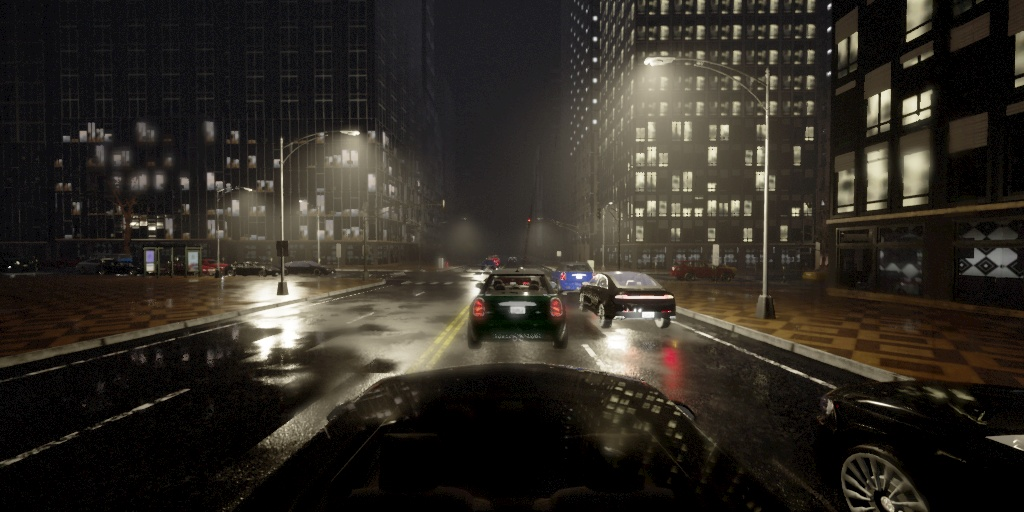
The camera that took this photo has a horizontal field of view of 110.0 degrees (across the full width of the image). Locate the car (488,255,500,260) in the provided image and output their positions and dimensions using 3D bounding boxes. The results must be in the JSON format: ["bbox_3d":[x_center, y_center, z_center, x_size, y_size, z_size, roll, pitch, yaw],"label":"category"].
[{"bbox_3d":[-3.243,0.925,61.032,2.150,2.045,5.566,0,0,0],"label":"car"}]

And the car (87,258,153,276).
[{"bbox_3d":[-34.053,1.069,31.676,4.313,1.339,1.948,0,0,1],"label":"car"}]

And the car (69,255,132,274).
[{"bbox_3d":[-38.920,0.942,34.419,4.674,1.442,1.812,1,1,2],"label":"car"}]

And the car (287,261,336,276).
[{"bbox_3d":[-19.660,1.139,33.980,5.357,1.411,2.033,0,1,0],"label":"car"}]

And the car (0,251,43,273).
[{"bbox_3d":[-49.937,0.529,34.696,5.566,2.045,2.150,1,1,-2],"label":"car"}]

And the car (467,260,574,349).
[{"bbox_3d":[0.111,1.099,9.306,2.097,1.767,4.553,0,0,0],"label":"car"}]

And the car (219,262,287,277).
[{"bbox_3d":[-22.689,1.173,31.353,4.313,1.339,1.948,0,0,1],"label":"car"}]

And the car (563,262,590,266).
[{"bbox_3d":[3.377,1.092,20.122,2.097,1.767,4.553,0,0,0],"label":"car"}]

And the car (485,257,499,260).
[{"bbox_3d":[-3.275,1.241,50.808,1.812,1.442,4.674,0,0,0],"label":"car"}]

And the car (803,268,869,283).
[{"bbox_3d":[27.684,1.579,30.555,4.829,1.417,1.751,0,0,1],"label":"car"}]

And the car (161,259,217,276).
[{"bbox_3d":[-28.372,1.138,31.494,4.207,1.307,1.802,0,0,1],"label":"car"}]

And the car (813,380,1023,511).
[{"bbox_3d":[3.344,1.242,0.888,2.128,1.511,4.902,0,0,0],"label":"car"}]

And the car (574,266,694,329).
[{"bbox_3d":[3.364,1.237,11.280,2.128,1.511,4.902,0,0,0],"label":"car"}]

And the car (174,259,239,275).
[{"bbox_3d":[-29.067,1.031,34.199,4.674,1.442,1.812,1,1,1],"label":"car"}]

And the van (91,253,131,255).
[{"bbox_3d":[-45.231,0.605,40.353,3.998,1.789,1.690,0,0,1],"label":"van"}]

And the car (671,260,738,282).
[{"bbox_3d":[16.236,1.269,30.769,5.009,1.841,2.192,0,0,1],"label":"car"}]
